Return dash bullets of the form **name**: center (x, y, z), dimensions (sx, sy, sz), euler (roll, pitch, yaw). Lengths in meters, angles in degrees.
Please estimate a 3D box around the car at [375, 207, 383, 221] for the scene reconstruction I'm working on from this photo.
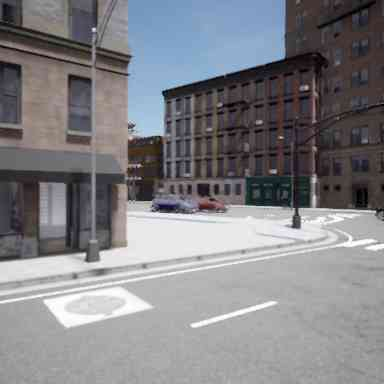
- **car**: center (15.271, 1.347, 23.200), dimensions (1.882, 1.535, 5.008), euler (2, 0, -19)

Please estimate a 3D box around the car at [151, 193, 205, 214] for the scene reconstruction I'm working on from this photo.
- **car**: center (-1.551, 1.014, 30.128), dimensions (4.553, 1.767, 2.097), euler (1, 0, 38)

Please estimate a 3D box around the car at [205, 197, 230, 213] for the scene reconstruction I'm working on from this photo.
- **car**: center (1.419, 1.214, 31.949), dimensions (4.674, 1.442, 1.812), euler (1, 0, 38)
